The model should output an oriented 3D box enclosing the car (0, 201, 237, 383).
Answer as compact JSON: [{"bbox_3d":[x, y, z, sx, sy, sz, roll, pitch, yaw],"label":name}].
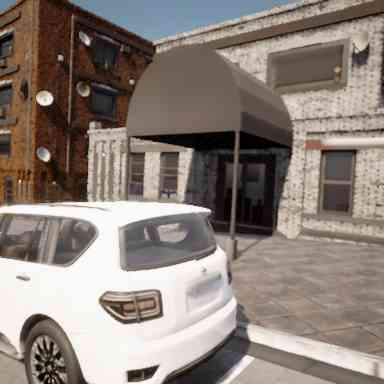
[{"bbox_3d":[-2.034,1.172,4.979,5.566,2.045,2.435,0,0,35],"label":"car"}]
